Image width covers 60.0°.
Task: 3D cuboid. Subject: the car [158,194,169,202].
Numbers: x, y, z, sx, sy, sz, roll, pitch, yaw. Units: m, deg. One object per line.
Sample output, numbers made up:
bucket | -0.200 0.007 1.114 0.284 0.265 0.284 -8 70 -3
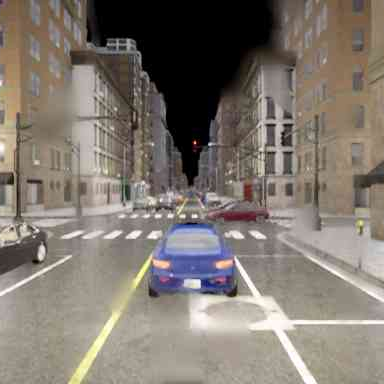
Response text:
car | -5.298 1.120 62.575 1.752 1.417 4.829 0 0 0

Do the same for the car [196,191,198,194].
car | 2.831 0.929 95.168 1.887 1.381 4.507 0 0 0

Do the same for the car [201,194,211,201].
car | 2.774 1.125 68.138 1.947 1.339 4.313 0 0 0

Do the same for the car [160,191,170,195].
car | -5.302 1.068 57.339 1.967 1.590 4.097 0 0 0

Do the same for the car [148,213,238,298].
car | 0.034 1.472 8.282 1.812 1.442 4.674 0 0 1

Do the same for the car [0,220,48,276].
car | -5.370 1.493 8.839 2.008 1.369 4.403 0 0 0

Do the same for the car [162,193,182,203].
car | -2.719 1.225 46.335 1.812 1.442 4.674 0 0 1

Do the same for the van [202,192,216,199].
van | 2.728 1.039 46.512 1.690 1.788 3.998 0 0 0

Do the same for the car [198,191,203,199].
car | 2.763 0.908 62.730 2.192 1.841 5.009 0 0 0

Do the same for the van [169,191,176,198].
van | -5.272 0.760 89.774 1.690 1.788 3.998 0 0 0

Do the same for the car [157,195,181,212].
car | -2.748 1.313 36.164 2.033 1.411 5.357 0 0 4

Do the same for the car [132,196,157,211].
car | -5.322 1.319 35.715 2.008 1.369 4.403 0 0 0

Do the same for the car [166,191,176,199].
car | -5.277 0.769 84.368 2.192 1.841 5.009 0 0 0

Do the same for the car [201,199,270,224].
car | 2.914 1.402 22.228 4.674 1.442 1.812 0 0 -17

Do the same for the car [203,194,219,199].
car | 2.717 1.284 41.107 2.008 1.369 4.403 0 0 0

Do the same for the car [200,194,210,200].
car | 2.785 1.075 73.544 2.008 1.369 4.403 0 0 0

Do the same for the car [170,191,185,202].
car | -2.651 1.087 60.337 1.882 1.535 5.008 0 0 0
